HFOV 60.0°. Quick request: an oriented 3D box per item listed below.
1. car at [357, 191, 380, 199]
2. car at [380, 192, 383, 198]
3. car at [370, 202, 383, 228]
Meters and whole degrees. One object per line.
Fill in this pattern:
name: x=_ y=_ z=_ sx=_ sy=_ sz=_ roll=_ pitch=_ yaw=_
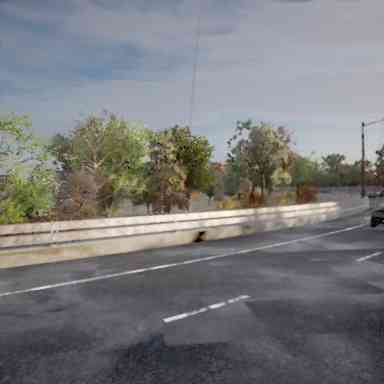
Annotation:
car: x=38.209 y=0.575 z=72.144 sx=2.097 sy=1.767 sz=4.553 roll=-1 pitch=0 yaw=9
car: x=41.657 y=0.688 z=71.544 sx=1.837 sy=1.490 sz=4.892 roll=-1 pitch=0 yaw=9
car: x=12.108 y=1.316 z=19.776 sx=1.837 sy=1.490 sz=4.892 roll=0 pitch=1 yaw=42
